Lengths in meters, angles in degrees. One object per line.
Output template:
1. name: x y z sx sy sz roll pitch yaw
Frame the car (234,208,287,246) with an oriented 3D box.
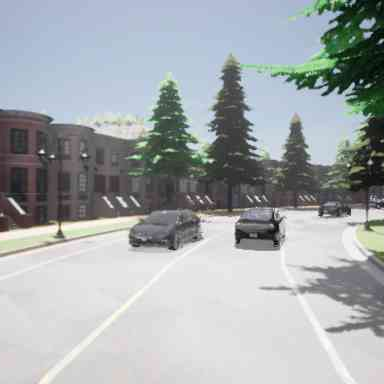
1. car: 3.261 1.512 15.462 2.128 1.511 4.902 0 0 20

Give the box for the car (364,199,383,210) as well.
1. car: 26.373 1.684 47.639 4.902 1.511 2.128 0 0 -39

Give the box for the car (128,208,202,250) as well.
1. car: -0.990 1.492 14.429 1.837 1.490 4.892 0 0 19

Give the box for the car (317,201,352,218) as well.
1. car: 13.669 1.623 31.764 1.812 1.442 4.674 0 0 44
